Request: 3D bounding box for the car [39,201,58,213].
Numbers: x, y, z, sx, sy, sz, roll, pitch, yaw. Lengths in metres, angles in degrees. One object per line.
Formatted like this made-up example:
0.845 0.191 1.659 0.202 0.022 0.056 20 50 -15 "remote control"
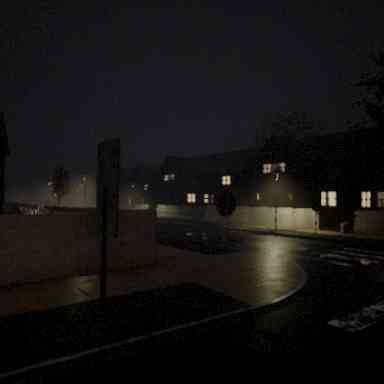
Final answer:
-20.595 2.113 47.782 2.097 1.767 4.553 2 -2 -35 "car"
